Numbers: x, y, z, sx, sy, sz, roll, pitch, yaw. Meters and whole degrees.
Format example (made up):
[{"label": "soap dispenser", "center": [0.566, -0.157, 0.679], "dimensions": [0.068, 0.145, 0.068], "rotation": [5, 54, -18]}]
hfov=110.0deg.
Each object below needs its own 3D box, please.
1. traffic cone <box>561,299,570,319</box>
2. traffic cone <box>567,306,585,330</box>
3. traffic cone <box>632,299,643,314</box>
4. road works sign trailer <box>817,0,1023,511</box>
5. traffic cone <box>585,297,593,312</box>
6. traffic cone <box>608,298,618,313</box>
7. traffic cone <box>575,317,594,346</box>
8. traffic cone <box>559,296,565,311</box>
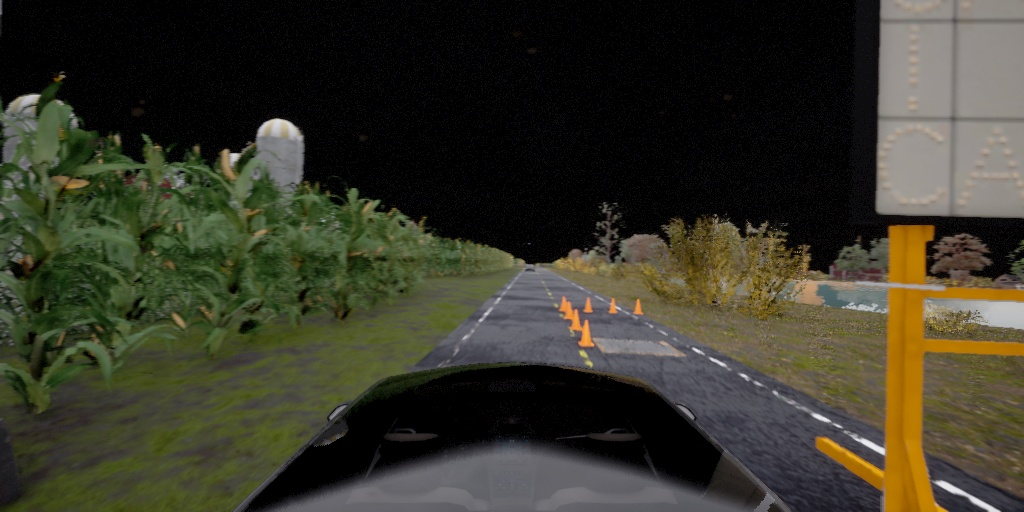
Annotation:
[{"label": "traffic cone", "center": [2.007, 1.909, 12.715], "dimensions": [0.340, 0.580, 0.340], "rotation": [0, 0, 3]}, {"label": "traffic cone", "center": [1.901, 1.881, 10.718], "dimensions": [0.340, 0.580, 0.340], "rotation": [0, 0, 3]}, {"label": "traffic cone", "center": [5.107, 2.035, 14.551], "dimensions": [0.340, 0.580, 0.340], "rotation": [0, 0, 3]}, {"label": "road works sign trailer", "center": [2.592, 0.299, 1.669], "dimensions": [2.380, 3.560, 2.880], "rotation": [0, 0, 3]}, {"label": "traffic cone", "center": [3.111, 1.971, 14.658], "dimensions": [0.340, 0.580, 0.340], "rotation": [0, 0, 3]}, {"label": "traffic cone", "center": [4.109, 2.003, 14.605], "dimensions": [0.340, 0.580, 0.340], "rotation": [0, 0, 3]}, {"label": "traffic cone", "center": [1.795, 1.852, 8.721], "dimensions": [0.340, 0.580, 0.340], "rotation": [0, 0, 3]}, {"label": "traffic cone", "center": [2.113, 1.939, 14.712], "dimensions": [0.340, 0.580, 0.340], "rotation": [0, 0, 3]}]
